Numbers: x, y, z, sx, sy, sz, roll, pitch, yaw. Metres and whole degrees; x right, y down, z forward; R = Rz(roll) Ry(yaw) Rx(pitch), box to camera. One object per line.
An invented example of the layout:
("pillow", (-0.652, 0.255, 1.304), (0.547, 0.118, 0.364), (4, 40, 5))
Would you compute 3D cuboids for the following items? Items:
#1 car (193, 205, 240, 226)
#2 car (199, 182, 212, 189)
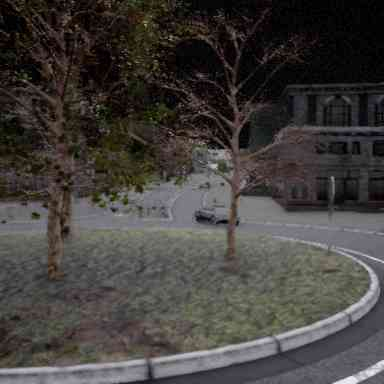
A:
("car", (1.749, 1.691, 24.880), (1.994, 1.385, 4.181), (0, 0, -28))
("car", (2.641, -1.313, 64.558), (1.895, 1.301, 4.718), (1, 6, 13))
